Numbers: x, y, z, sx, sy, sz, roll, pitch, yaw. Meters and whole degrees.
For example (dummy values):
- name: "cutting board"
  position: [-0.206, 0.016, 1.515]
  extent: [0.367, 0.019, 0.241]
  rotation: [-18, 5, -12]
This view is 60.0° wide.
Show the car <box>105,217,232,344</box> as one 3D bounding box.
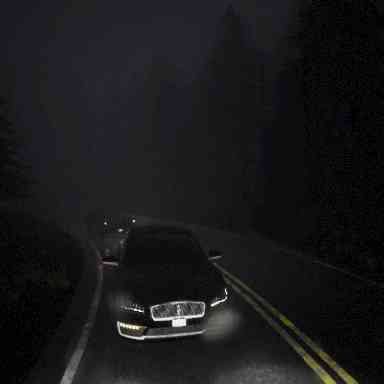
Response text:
- name: "car"
  position: [-0.648, 1.495, 6.820]
  extent: [1.837, 1.490, 4.892]
  rotation: [-1, 0, -11]

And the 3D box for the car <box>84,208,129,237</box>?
- name: "car"
  position: [-4.643, 1.612, 18.556]
  extent: [1.895, 1.301, 4.718]
  rotation: [-3, 1, -29]
